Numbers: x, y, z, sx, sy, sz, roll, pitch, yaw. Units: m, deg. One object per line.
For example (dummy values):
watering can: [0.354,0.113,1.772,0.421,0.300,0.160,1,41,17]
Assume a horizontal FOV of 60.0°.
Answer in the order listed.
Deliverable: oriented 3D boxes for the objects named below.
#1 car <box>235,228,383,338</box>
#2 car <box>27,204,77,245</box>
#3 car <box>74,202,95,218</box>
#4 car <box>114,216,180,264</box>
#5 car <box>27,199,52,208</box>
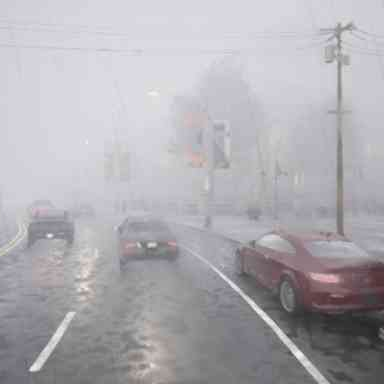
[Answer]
car: [2.396,1.524,7.501,2.002,1.452,4.674,0,0,-10]
car: [-6.684,1.562,16.053,1.837,1.490,4.892,0,0,-19]
car: [-10.739,1.668,32.006,1.994,1.385,4.181,0,0,-29]
car: [-1.755,1.578,12.003,2.033,1.411,5.357,0,0,-14]
car: [-13.567,1.464,29.894,2.097,1.767,4.553,0,0,-29]
